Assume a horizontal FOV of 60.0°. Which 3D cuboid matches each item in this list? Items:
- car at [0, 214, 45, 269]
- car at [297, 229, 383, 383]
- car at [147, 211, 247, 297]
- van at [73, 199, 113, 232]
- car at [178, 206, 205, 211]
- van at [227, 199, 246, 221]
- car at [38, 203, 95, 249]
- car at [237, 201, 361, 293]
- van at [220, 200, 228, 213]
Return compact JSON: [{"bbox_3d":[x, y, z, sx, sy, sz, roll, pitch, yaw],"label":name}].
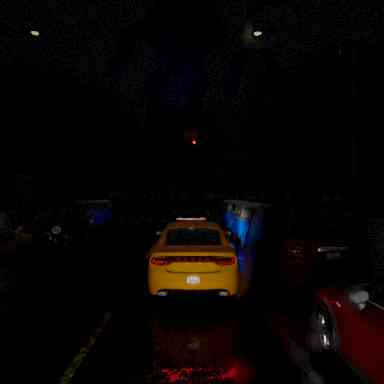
[{"bbox_3d":[-5.807,1.526,8.593,1.752,1.417,4.829,0,0,0],"label":"car"},{"bbox_3d":[2.746,1.440,3.370,1.967,1.590,4.097,0,0,0],"label":"car"},{"bbox_3d":[0.039,1.478,8.635,1.882,1.535,5.008,0,0,0],"label":"car"},{"bbox_3d":[-5.865,1.343,19.638,1.690,1.788,3.998,0,0,0],"label":"van"},{"bbox_3d":[-0.048,1.493,18.137,2.128,1.511,4.902,0,0,0],"label":"car"},{"bbox_3d":[2.688,1.342,14.245,1.690,1.788,3.998,0,0,0],"label":"van"},{"bbox_3d":[-5.836,1.441,14.200,1.967,1.590,4.097,0,0,0],"label":"car"},{"bbox_3d":[2.717,1.315,8.808,2.192,1.841,5.009,0,0,0],"label":"car"},{"bbox_3d":[2.660,1.343,19.683,1.690,1.788,3.998,0,0,0],"label":"van"}]
